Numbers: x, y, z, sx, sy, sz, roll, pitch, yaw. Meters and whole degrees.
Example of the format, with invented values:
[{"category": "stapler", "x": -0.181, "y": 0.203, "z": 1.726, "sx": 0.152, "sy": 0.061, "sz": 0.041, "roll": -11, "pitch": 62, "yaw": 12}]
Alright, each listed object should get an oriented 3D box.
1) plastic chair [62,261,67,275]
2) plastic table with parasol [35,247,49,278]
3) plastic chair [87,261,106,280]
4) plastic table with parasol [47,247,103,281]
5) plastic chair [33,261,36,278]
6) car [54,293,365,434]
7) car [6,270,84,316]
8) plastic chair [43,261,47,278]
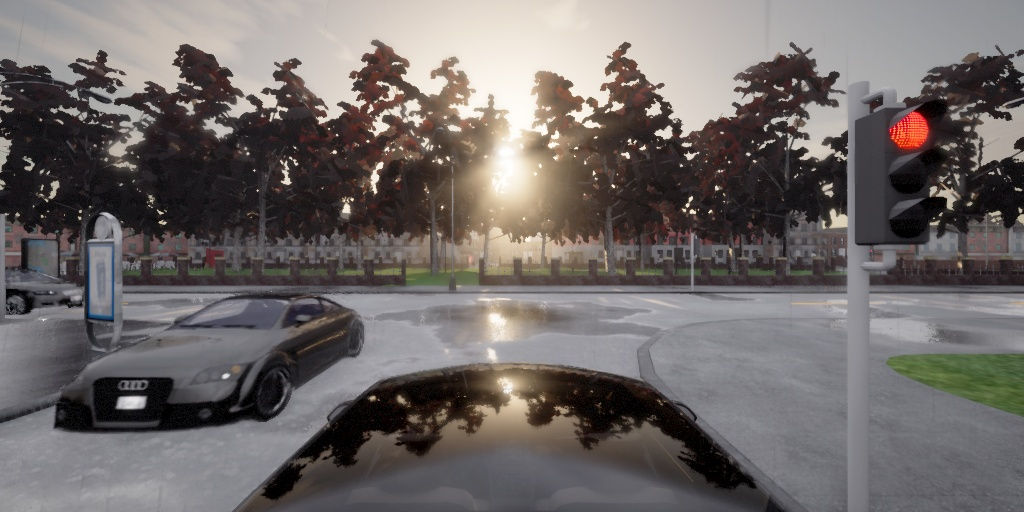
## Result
[{"category": "plastic chair", "x": -38.292, "y": 1.306, "z": 31.256, "sx": 0.750, "sy": 1.272, "sz": 0.730, "roll": 0, "pitch": 0, "yaw": -35}, {"category": "plastic table with parasol", "x": -43.616, "y": 0.620, "z": 34.871, "sx": 2.482, "sy": 2.480, "sz": 2.482, "roll": 0, "pitch": 0, "yaw": -39}, {"category": "plastic chair", "x": -38.197, "y": 1.296, "z": 32.962, "sx": 0.730, "sy": 1.272, "sz": 0.750, "roll": 0, "pitch": 0, "yaw": -40}, {"category": "plastic table with parasol", "x": -39.195, "y": 0.694, "z": 32.229, "sx": 2.482, "sy": 2.480, "sz": 2.482, "roll": 0, "pitch": 0, "yaw": -40}, {"category": "plastic chair", "x": -44.624, "y": 1.295, "z": 34.121, "sx": 0.730, "sy": 1.272, "sz": 0.750, "roll": 0, "pitch": 0, "yaw": -41}, {"category": "car", "x": -3.948, "y": 1.314, "z": 5.656, "sx": 1.994, "sy": 1.385, "sz": 4.181, "roll": 0, "pitch": 0, "yaw": -2}, {"category": "car", "x": -18.049, "y": 1.241, "z": 12.853, "sx": 4.902, "sy": 1.511, "sz": 2.128, "roll": 0, "pitch": 0, "yaw": 0}, {"category": "plastic chair", "x": -40.225, "y": 1.293, "z": 31.484, "sx": 0.730, "sy": 1.272, "sz": 0.750, "roll": 0, "pitch": 0, "yaw": -40}]
